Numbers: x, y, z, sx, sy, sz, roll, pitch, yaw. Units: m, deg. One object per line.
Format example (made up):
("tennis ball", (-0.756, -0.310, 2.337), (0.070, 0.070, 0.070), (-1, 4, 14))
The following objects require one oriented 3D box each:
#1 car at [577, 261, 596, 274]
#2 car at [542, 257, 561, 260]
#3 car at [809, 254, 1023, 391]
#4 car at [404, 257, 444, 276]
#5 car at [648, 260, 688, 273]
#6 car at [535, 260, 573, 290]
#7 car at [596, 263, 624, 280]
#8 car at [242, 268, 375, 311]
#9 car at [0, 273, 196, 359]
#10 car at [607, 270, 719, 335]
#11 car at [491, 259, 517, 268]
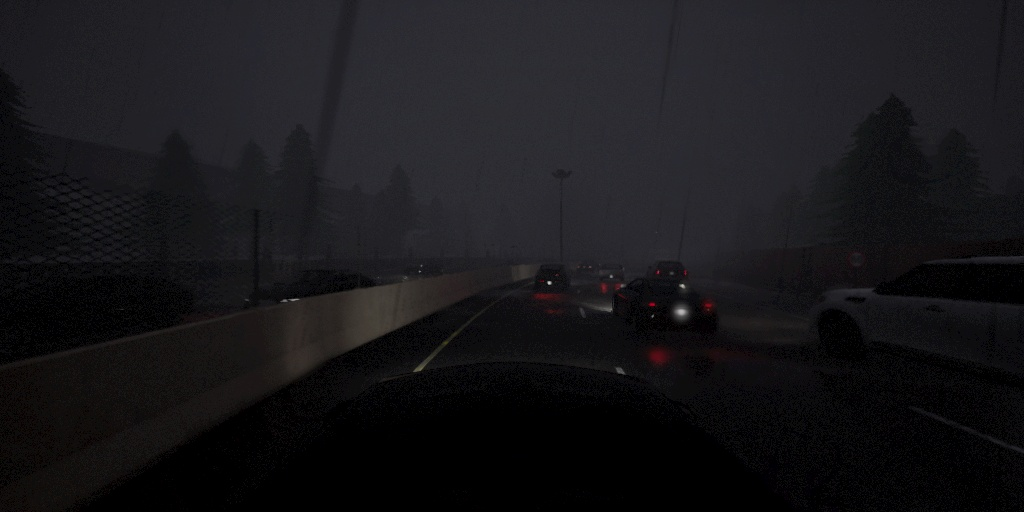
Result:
("car", (8.716, 1.211, 40.341), (2.033, 1.411, 5.357), (0, 0, 24))
("car", (4.871, 1.110, 48.953), (2.128, 1.511, 4.902), (0, 0, 26))
("car", (7.263, 0.991, 5.146), (2.150, 2.045, 5.566), (0, 0, 3))
("car", (-8.492, 0.960, 34.905), (2.097, 1.767, 4.553), (0, 0, 19))
("car", (10.309, 1.075, 23.978), (2.097, 1.767, 4.553), (0, 0, 15))
("car", (2.555, 1.201, 21.867), (1.837, 1.490, 4.892), (0, 0, 12))
("car", (8.349, 1.297, 29.744), (1.895, 1.301, 4.718), (0, 0, 18))
("car", (-6.364, 1.182, 11.858), (2.128, 1.511, 4.902), (0, 0, 7))
("car", (-10.200, 1.189, 8.309), (1.837, 1.490, 4.892), (0, 0, 5))
("car", (4.237, 1.304, 10.525), (1.994, 1.385, 4.181), (0, 0, 6))
("car", (-0.902, 1.134, 44.885), (1.812, 1.442, 4.674), (0, 0, 25))
